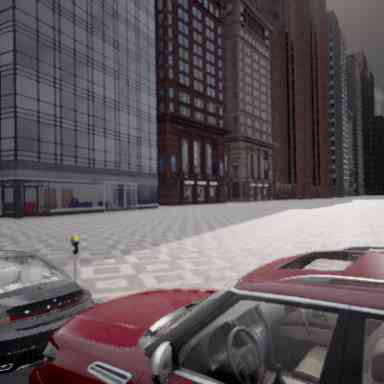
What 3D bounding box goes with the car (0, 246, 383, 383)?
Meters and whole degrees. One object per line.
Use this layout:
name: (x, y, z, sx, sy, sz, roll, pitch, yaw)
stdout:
car: (1.043, 1.318, 2.119, 5.009, 1.841, 2.192, -1, -1, 36)
